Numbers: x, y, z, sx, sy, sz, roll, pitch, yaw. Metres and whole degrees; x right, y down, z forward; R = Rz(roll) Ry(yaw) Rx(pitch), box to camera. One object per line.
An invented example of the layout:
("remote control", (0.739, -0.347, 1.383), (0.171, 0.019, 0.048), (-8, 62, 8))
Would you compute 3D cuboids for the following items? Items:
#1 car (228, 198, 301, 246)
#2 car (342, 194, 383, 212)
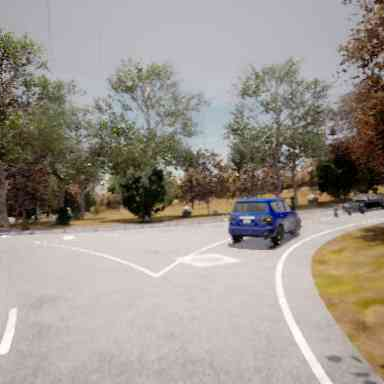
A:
("car", (3.683, 1.316, 16.309), (2.150, 2.045, 5.566), (-1, 0, 31))
("car", (15.945, 0.937, 30.461), (4.902, 1.511, 2.128), (-4, 1, -23))
